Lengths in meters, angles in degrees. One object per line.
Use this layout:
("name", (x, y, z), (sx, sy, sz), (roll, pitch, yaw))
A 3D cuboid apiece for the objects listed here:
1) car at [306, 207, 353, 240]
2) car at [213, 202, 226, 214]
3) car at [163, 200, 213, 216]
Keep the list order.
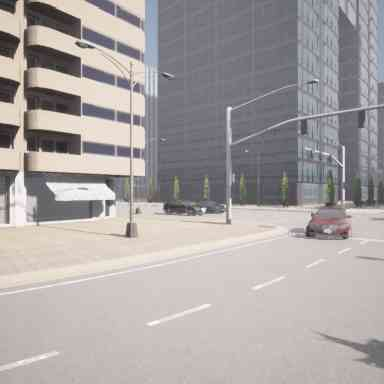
("car", (7.246, 1.524, 17.247), (1.812, 1.442, 4.674), (1, 1, 27))
("car", (1.655, 1.619, 35.306), (4.181, 1.385, 1.994), (0, 0, 41))
("car", (-0.746, 1.547, 32.754), (4.902, 1.511, 2.128), (0, 0, 41))
